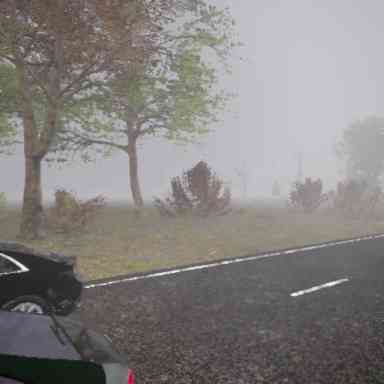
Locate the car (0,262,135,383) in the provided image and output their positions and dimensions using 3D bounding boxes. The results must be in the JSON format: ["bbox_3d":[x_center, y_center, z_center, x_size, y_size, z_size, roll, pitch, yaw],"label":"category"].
[{"bbox_3d":[-2.409,1.571,1.960,4.181,1.385,1.994,-1,0,-35],"label":"car"}]

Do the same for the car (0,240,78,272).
[{"bbox_3d":[-4.088,1.509,4.754,4.892,1.490,1.837,-1,0,-35],"label":"car"}]
